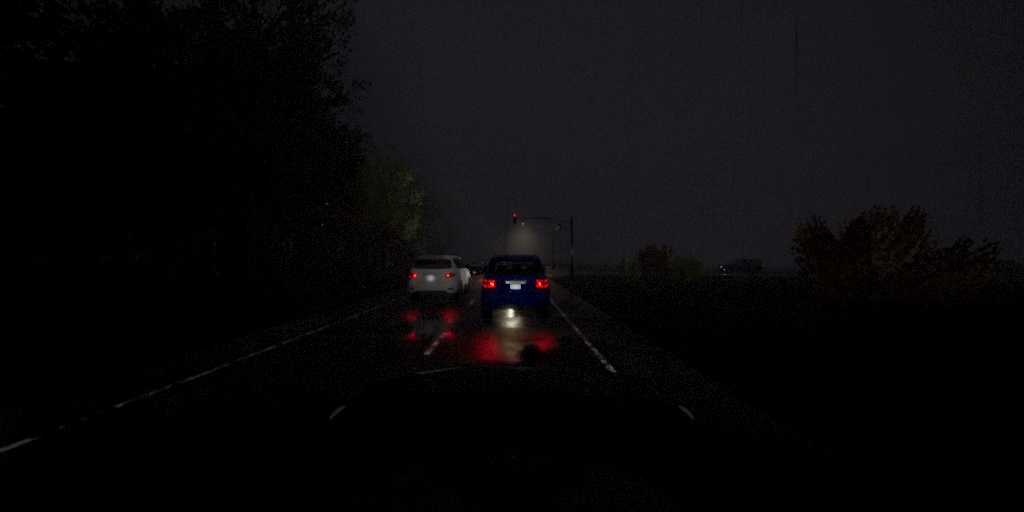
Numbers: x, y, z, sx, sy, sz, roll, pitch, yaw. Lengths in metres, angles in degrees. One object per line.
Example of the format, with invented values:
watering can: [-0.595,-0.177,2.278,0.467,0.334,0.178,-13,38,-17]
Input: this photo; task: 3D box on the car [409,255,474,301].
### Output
car: [-3.386,0.987,17.651,2.150,2.045,5.566,0,0,0]

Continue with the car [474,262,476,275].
car: [-3.377,1.305,34.643,1.812,1.442,4.674,0,0,0]

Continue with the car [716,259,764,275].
car: [29.859,1.387,47.033,5.566,2.045,2.150,1,-1,0]

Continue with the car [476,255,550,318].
car: [0.108,0.984,13.114,2.150,2.045,5.566,0,0,0]
